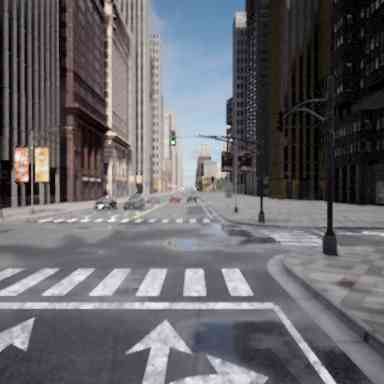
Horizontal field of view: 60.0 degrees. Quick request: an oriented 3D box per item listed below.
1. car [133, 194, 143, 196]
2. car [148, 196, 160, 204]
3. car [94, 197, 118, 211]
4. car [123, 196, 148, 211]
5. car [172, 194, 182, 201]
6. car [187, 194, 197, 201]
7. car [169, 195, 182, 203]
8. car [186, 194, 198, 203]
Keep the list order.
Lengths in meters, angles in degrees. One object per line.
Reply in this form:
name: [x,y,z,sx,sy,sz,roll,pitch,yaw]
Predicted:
car: [-9.771,1.163,59.749,2.097,1.767,4.553,0,0,0]
car: [-6.528,1.369,57.350,2.033,1.411,5.357,0,0,0]
car: [-9.846,1.384,38.246,2.128,1.511,4.902,0,0,0]
car: [-6.596,1.456,38.204,1.994,1.385,4.181,0,0,0]
car: [-3.265,1.223,72.767,1.895,1.301,4.718,0,0,0]
car: [-0.015,1.153,72.737,2.128,1.511,4.902,0,0,0]
car: [-3.264,1.326,62.702,1.812,1.442,4.674,0,0,0]
car: [-0.013,1.306,62.320,1.837,1.490,4.892,0,0,0]
